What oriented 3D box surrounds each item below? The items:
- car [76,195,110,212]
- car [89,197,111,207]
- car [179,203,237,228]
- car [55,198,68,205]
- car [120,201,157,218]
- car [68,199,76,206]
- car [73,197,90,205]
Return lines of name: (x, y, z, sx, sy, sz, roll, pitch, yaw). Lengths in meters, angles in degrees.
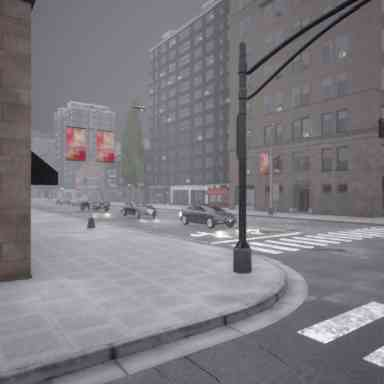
car: (-12.000, 1.369, 40.808, 2.150, 2.045, 5.566, 0, 0, -36)
car: (-15.992, 1.712, 57.816, 2.128, 1.511, 4.902, 0, 0, -36)
car: (0.993, 1.568, 22.714, 1.837, 1.490, 4.892, 0, 0, -35)
car: (-25.311, 1.802, 65.208, 2.033, 1.411, 5.357, 0, 0, -36)
car: (-5.047, 1.595, 31.114, 2.128, 1.511, 4.902, 0, 0, -36)
car: (-19.106, 1.782, 56.586, 1.994, 1.385, 4.181, 0, 0, -36)
car: (-21.937, 1.762, 66.089, 1.837, 1.490, 4.892, 0, 0, -36)
